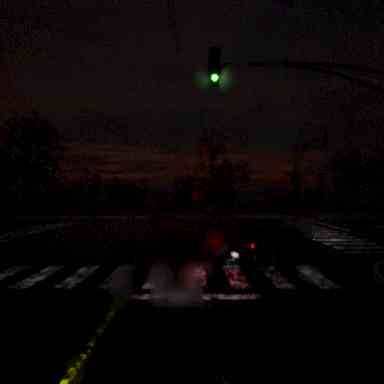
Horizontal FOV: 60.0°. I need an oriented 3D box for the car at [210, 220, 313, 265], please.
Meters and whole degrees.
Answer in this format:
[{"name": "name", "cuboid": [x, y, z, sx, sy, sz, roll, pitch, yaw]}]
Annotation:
[{"name": "car", "cuboid": [2.726, 1.652, 12.035, 1.895, 1.301, 4.718, 0, 0, 39]}]
